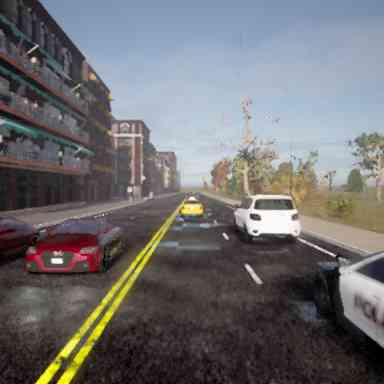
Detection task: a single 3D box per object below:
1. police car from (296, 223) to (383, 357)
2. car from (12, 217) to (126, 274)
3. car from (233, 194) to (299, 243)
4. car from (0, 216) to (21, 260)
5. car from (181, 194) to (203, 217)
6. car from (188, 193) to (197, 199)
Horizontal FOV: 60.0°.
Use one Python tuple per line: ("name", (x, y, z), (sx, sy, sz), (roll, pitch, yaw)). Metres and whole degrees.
("police car", (3.254, 1.476, 4.485), (2.038, 1.542, 4.974), (0, 0, 0))
("car", (-3.342, 1.499, 10.228), (1.994, 1.385, 4.181), (0, 0, 0))
("car", (3.260, 1.123, 15.513), (2.150, 2.045, 5.566), (0, 0, 0))
("car", (-6.593, 1.496, 10.634), (1.994, 1.385, 4.181), (0, 0, 0))
("car", (0.012, 1.273, 29.301), (1.801, 1.575, 5.366), (0, 0, 0))
("car", (0.049, 1.021, 84.257), (2.128, 1.511, 4.902), (0, 0, 0))
